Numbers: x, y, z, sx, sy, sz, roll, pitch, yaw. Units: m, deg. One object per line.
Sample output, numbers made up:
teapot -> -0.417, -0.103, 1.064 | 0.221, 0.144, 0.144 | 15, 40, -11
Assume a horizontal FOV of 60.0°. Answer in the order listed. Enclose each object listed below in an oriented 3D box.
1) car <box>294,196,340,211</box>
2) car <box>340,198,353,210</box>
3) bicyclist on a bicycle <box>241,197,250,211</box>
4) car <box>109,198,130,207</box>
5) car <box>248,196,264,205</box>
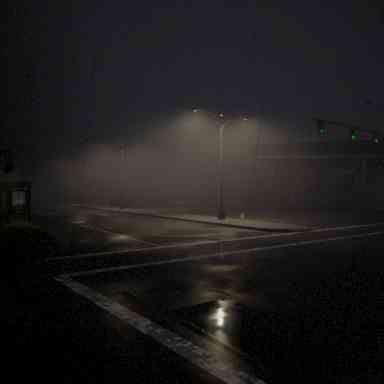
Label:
car -> 13.896, 1.295, 38.116 | 2.242, 1.667, 4.611 | 0, 0, -35
car -> 18.160, 1.456, 42.040 | 1.970, 1.475, 3.806 | 0, 0, -35
bicyclist on a bicycle -> 6.318, 1.430, 39.756 | 1.656, 1.620, 0.582 | -6, -7, -37
car -> -11.092, 1.564, 50.726 | 1.994, 1.385, 4.181 | 0, 0, -35
car -> 11.850, 1.478, 60.724 | 1.882, 1.535, 5.008 | 0, 0, 29
